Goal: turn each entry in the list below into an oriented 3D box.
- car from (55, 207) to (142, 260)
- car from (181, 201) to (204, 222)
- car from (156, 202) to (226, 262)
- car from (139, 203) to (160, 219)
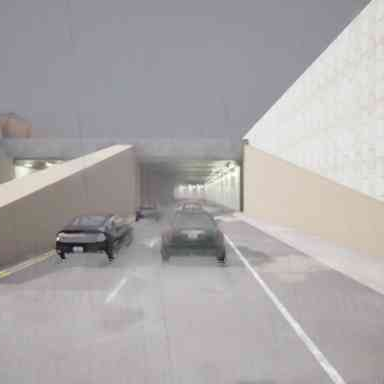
[{"bbox_3d":[-3.454,1.549,12.574,2.128,1.511,4.902,0,0,0],"label":"car"},{"bbox_3d":[0.055,1.607,28.764,1.882,1.535,5.008,0,0,0],"label":"car"},{"bbox_3d":[0.046,1.408,12.490,2.097,1.767,4.553,0,0,0],"label":"car"},{"bbox_3d":[-3.454,1.616,27.575,2.128,1.511,4.902,0,0,0],"label":"car"}]
